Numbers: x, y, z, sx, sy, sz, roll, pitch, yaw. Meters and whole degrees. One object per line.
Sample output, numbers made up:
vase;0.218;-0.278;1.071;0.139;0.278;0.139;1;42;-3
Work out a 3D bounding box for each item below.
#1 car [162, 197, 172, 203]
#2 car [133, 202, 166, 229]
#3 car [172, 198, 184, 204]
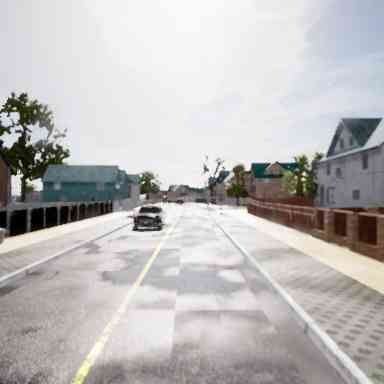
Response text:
car;-7.343;2.198;92.785;1.812;1.442;4.674;0;-1;-10
car;-2.843;1.663;22.878;1.837;1.490;4.892;0;0;0
car;-3.319;2.401;85.851;1.837;1.490;4.892;0;-1;-10
